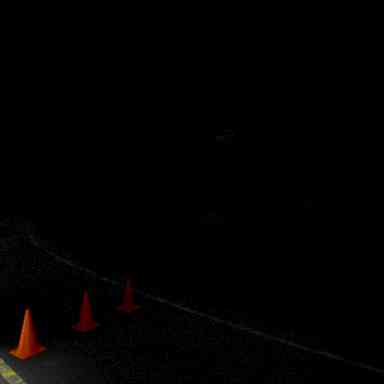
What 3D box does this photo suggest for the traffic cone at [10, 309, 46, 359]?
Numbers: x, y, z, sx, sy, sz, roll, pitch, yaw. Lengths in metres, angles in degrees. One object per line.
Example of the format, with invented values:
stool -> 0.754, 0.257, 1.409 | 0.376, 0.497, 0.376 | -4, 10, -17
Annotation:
traffic cone -> -2.297, 1.941, 4.664 | 0.340, 0.580, 0.340 | 1, 1, 33

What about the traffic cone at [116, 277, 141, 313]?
traffic cone -> -1.212, 1.924, 6.334 | 0.340, 0.580, 0.340 | 1, 1, 33

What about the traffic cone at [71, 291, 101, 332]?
traffic cone -> -1.755, 1.932, 5.499 | 0.340, 0.580, 0.340 | 1, 1, 33
